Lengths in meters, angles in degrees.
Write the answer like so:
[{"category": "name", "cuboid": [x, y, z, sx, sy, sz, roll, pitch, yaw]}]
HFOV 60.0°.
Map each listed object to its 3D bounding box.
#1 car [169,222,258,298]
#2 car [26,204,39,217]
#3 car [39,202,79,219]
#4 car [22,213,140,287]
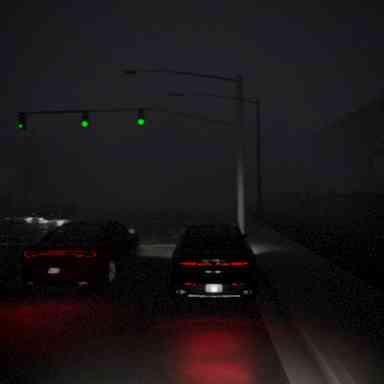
[{"category": "car", "cuboid": [0.528, 1.523, 8.531, 1.837, 1.490, 4.892, -1, 0, 3]}, {"category": "car", "cuboid": [-15.522, 1.812, 35.576, 2.033, 1.411, 5.357, -1, 0, 4]}, {"category": "car", "cuboid": [-12.253, 1.744, 31.581, 1.812, 1.442, 4.674, -1, 0, 3]}, {"category": "car", "cuboid": [-2.818, 1.536, 9.577, 1.882, 1.535, 5.008, -1, 0, 3]}]
